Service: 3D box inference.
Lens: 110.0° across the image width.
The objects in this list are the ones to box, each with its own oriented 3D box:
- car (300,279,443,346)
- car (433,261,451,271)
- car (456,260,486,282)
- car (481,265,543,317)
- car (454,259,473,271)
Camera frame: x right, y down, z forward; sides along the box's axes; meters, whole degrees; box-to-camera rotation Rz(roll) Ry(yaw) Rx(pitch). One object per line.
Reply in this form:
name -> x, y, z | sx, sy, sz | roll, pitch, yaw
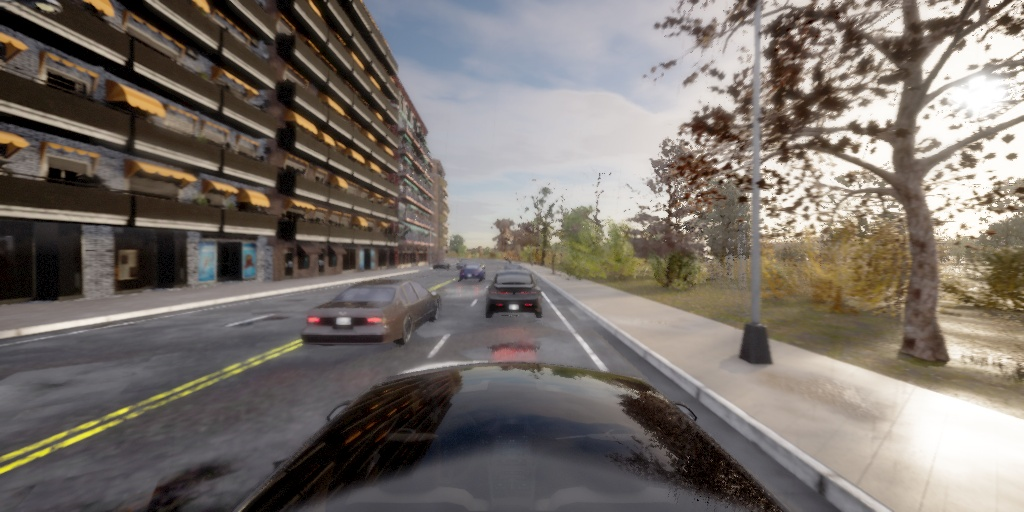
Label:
car -> -3.205, 1.297, 9.381 | 2.033, 1.411, 5.357 | 0, 0, 1
car -> -9.945, 1.367, 50.836 | 1.895, 1.301, 4.718 | 0, 0, -1
car -> -3.165, 1.282, 29.089 | 1.812, 1.442, 4.674 | 0, 0, 0
car -> 0.073, 1.258, 13.117 | 1.837, 1.490, 4.892 | 0, 0, 0
car -> -6.696, 1.257, 50.265 | 2.128, 1.511, 4.902 | 0, 0, -1
